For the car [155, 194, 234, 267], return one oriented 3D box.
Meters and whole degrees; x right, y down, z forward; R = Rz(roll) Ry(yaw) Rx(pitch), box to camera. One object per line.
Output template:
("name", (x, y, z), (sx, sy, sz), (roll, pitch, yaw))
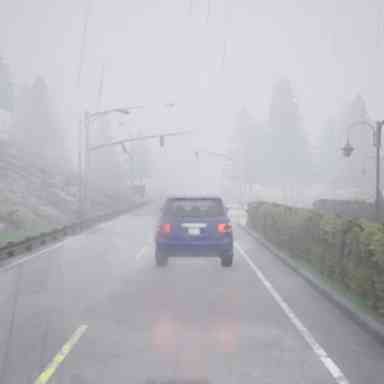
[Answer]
("car", (0.074, 1.072, 11.038), (2.150, 2.045, 5.566), (0, 0, 0))
